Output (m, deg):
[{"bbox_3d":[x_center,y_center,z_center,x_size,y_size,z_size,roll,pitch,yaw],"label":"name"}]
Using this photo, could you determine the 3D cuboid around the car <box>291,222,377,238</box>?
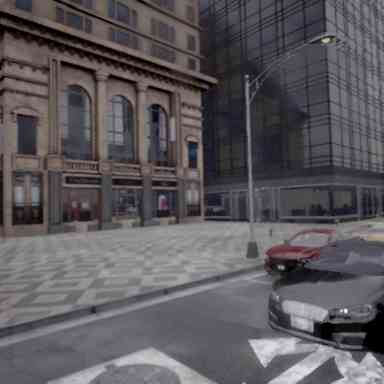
[{"bbox_3d":[4.171,1.903,10.955,4.507,1.381,1.887,0,-3,-43],"label":"car"}]

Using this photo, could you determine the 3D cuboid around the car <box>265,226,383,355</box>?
[{"bbox_3d":[3.437,1.681,6.507,4.902,1.511,2.128,0,-3,-41],"label":"car"}]

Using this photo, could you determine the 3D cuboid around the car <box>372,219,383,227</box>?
[{"bbox_3d":[8.163,1.916,14.674,4.829,1.417,1.752,0,-3,-43],"label":"car"}]
